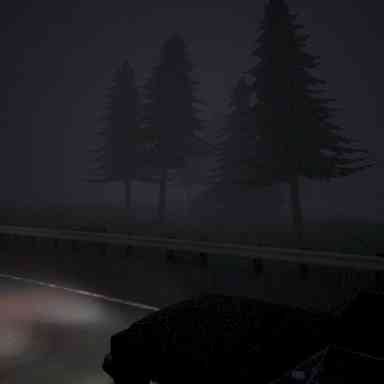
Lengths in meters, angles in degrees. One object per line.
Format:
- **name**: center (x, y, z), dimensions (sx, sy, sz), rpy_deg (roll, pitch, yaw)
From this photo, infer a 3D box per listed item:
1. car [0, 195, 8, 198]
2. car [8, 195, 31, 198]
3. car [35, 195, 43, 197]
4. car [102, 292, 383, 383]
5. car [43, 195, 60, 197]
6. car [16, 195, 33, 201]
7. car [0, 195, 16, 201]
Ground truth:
- **car**: center (-39.142, 1.355, 68.125), dimensions (2.097, 1.767, 4.553), rpy_deg (0, 0, 10)
- **car**: center (-35.439, 1.553, 69.210), dimensions (1.994, 1.385, 4.181), rpy_deg (0, 0, 10)
- **car**: center (-38.170, 1.522, 82.841), dimensions (1.812, 1.442, 4.674), rpy_deg (0, 0, -1)
- **car**: center (1.441, 1.601, 2.740), dimensions (4.718, 1.301, 1.895), rpy_deg (0, 0, 35)
- **car**: center (-34.716, 1.520, 83.738), dimensions (2.128, 1.511, 4.902), rpy_deg (0, 0, -1)
- **car**: center (-41.678, 1.523, 82.913), dimensions (1.812, 1.442, 4.674), rpy_deg (0, 0, -1)
- **car**: center (-45.102, 1.536, 81.442), dimensions (1.994, 1.385, 4.181), rpy_deg (0, 0, -1)
